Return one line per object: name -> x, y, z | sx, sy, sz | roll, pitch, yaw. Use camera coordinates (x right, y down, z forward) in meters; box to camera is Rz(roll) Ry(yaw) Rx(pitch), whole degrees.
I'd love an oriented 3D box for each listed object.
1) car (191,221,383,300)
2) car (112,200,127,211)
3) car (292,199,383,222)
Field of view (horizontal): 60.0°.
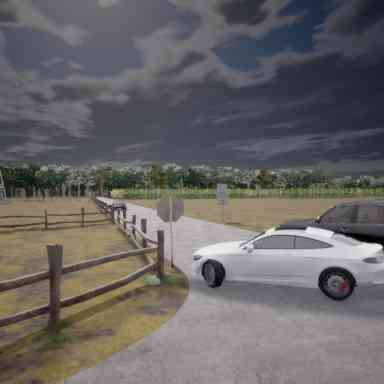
car -> 2.253, 1.612, 8.377 | 4.674, 1.442, 1.812 | -2, 0, 24
car -> -10.847, 1.976, 49.470 | 2.033, 1.411, 5.357 | -2, 0, -18
car -> 5.105, 1.227, 9.819 | 2.150, 2.045, 5.566 | -2, 0, -40
